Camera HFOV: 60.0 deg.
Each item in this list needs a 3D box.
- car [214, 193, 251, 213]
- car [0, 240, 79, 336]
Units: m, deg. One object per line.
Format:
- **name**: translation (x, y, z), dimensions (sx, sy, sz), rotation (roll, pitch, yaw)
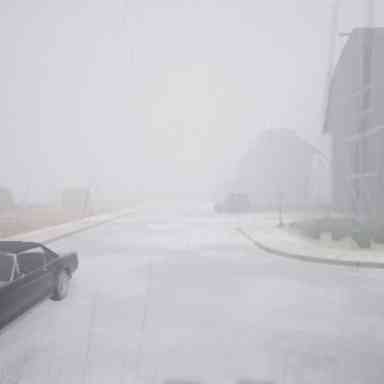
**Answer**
- **car**: translation (4.166, 1.141, 34.369), dimensions (1.905, 1.878, 3.866), rotation (-8, 3, -42)
- **car**: translation (-3.580, 1.588, 5.577), dimensions (1.895, 1.301, 4.718), rotation (0, 0, 0)
